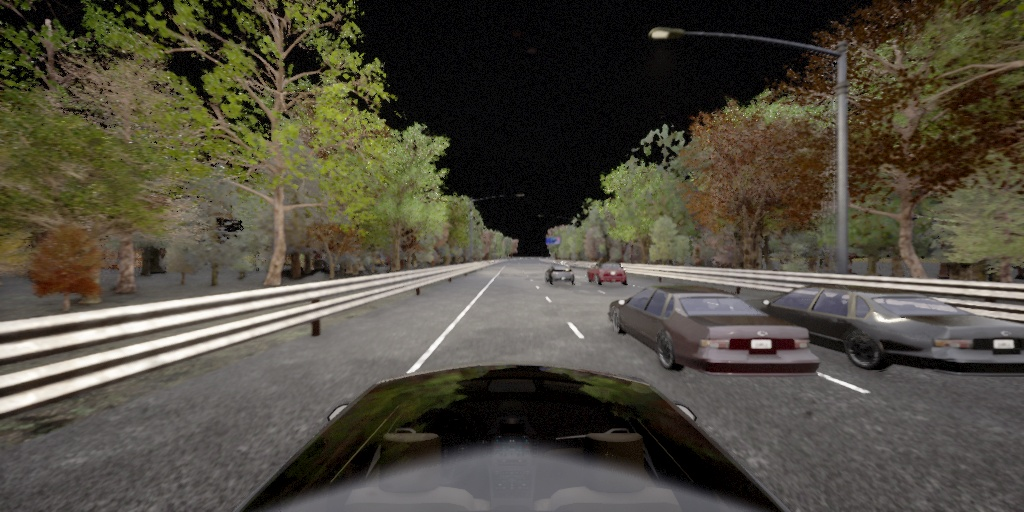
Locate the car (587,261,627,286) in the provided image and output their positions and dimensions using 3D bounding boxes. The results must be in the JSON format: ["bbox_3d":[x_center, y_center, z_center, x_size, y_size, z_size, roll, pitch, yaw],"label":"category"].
[{"bbox_3d":[7.091,1.246,27.233,2.097,1.767,4.553,0,0,0],"label":"car"}]

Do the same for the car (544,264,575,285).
[{"bbox_3d":[3.592,1.387,27.485,2.128,1.511,4.902,0,0,0],"label":"car"}]

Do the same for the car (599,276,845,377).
[{"bbox_3d":[3.594,1.332,7.679,2.033,1.411,5.357,0,0,0],"label":"car"}]

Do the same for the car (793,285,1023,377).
[{"bbox_3d":[7.094,1.331,7.683,2.033,1.411,5.357,0,0,0],"label":"car"}]
